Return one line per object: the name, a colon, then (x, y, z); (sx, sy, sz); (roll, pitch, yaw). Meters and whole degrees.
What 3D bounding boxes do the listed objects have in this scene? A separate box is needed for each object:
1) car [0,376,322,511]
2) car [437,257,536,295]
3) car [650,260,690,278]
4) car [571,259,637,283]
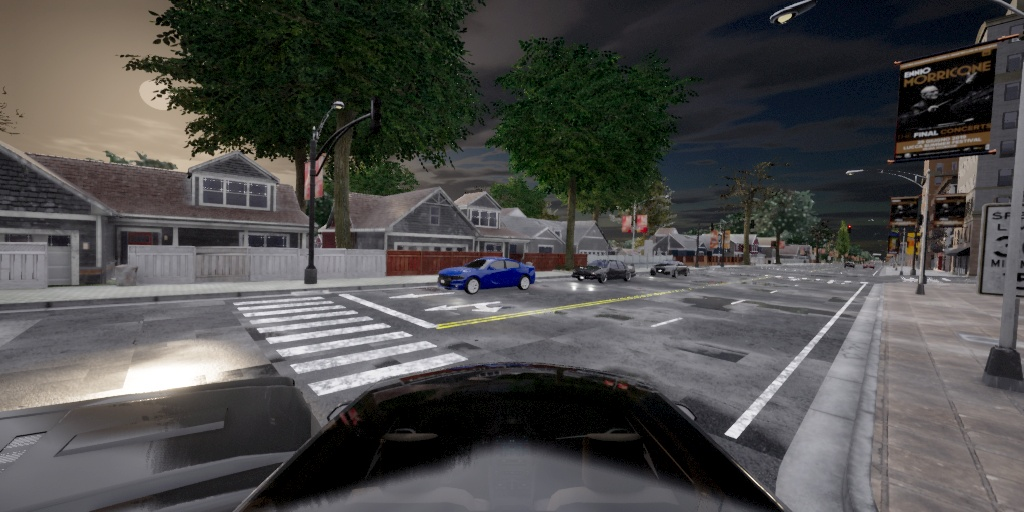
car: (-3.315, 1.281, 1.351); (4.718, 1.301, 1.895); (1, 2, -34)
car: (-1.047, 0.797, 16.525); (5.008, 1.535, 1.882); (0, 2, -44)
car: (13.383, 1.021, 30.298); (4.181, 1.385, 1.994); (1, 2, -44)
car: (6.152, 0.934, 23.411); (5.357, 1.411, 2.033); (1, 2, -44)
